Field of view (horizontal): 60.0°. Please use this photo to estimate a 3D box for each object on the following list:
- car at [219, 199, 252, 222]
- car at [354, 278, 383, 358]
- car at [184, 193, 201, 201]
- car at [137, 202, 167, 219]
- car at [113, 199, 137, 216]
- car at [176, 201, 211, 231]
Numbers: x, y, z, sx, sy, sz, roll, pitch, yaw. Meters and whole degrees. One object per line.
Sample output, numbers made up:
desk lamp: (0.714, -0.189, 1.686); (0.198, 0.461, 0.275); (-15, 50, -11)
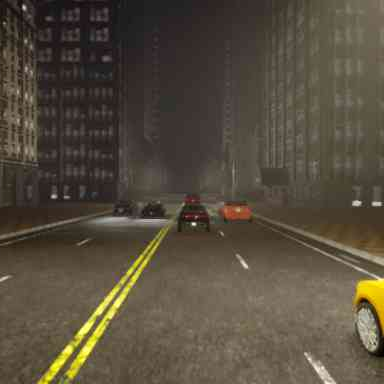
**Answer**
car: (3.357, 1.353, 26.254); (2.097, 1.767, 4.553); (0, 0, 0)
car: (3.352, 1.478, 2.994); (1.882, 1.535, 5.008); (0, 0, 0)
car: (0.111, 1.212, 46.029); (2.150, 2.045, 5.566); (0, 0, 0)
car: (-3.329, 1.564, 29.352); (1.994, 1.385, 4.181); (0, 0, 0)
car: (-6.569, 1.491, 33.253); (2.128, 1.511, 4.902); (0, 0, 0)
car: (0.105, 1.505, 20.568); (1.837, 1.490, 4.892); (0, 0, 0)
